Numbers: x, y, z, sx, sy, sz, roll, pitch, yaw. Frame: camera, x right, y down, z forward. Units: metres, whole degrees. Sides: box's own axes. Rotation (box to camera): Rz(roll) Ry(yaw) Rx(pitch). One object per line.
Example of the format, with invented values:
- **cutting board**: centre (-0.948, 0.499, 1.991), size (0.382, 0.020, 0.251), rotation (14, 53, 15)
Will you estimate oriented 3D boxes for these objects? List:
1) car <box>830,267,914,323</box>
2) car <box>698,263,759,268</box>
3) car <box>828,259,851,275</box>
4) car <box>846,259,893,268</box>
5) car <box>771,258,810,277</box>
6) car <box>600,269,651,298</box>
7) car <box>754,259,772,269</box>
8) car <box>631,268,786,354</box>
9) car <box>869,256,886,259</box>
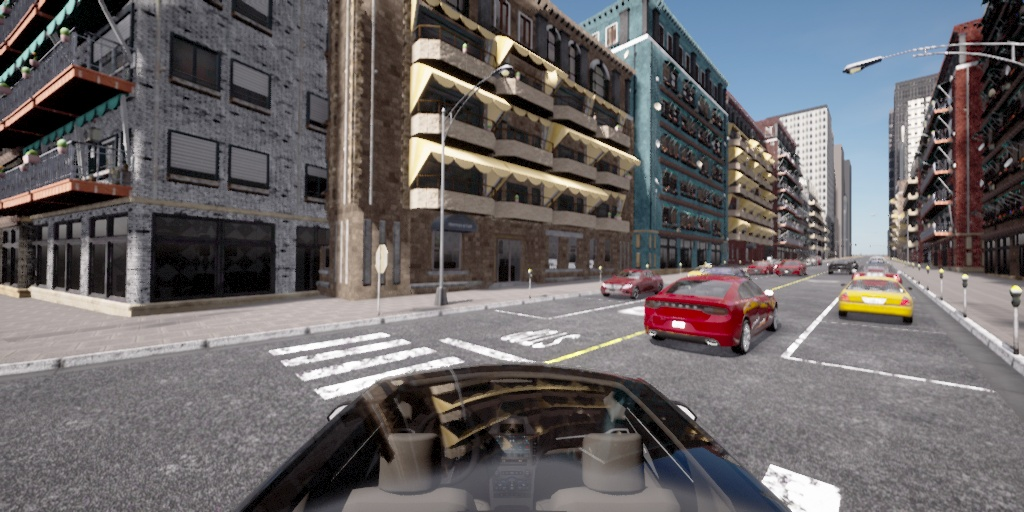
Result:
- **car**: centre (12.074, 1.251, 11.957), size (4.829, 1.417, 1.751), rotation (0, 0, -44)
- **car**: centre (11.384, 1.271, 19.390), size (5.357, 1.411, 2.033), rotation (0, 0, -44)
- **car**: centre (34.240, 1.175, 37.298), size (4.892, 1.490, 1.837), rotation (0, 0, -45)
- **car**: centre (19.871, 1.148, 19.590), size (4.097, 1.591, 1.967), rotation (0, 0, -44)
- **car**: centre (26.732, 1.166, 34.300), size (5.008, 1.535, 1.882), rotation (0, 0, -44)
- **car**: centre (6.052, 1.316, 17.789), size (4.207, 1.307, 1.802), rotation (0, 0, -44)
- **car**: centre (25.847, 1.233, 37.172), size (4.507, 1.381, 1.888), rotation (0, 0, -44)
- **car**: centre (5.094, 1.215, 8.890), size (5.008, 1.535, 1.882), rotation (0, 0, -44)
- **car**: centre (43.625, 1.086, 42.848), size (4.097, 1.591, 1.967), rotation (0, 0, -44)
